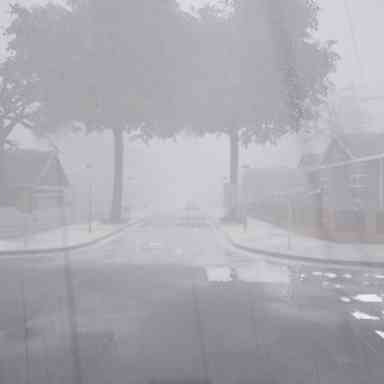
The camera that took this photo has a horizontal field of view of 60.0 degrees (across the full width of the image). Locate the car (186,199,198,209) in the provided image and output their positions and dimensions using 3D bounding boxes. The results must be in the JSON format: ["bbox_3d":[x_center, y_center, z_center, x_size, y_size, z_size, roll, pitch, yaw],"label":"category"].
[{"bbox_3d":[0.007,2.186,61.656,2.097,1.767,4.553,0,-1,0],"label":"car"}]

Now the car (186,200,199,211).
[{"bbox_3d":[0.006,2.250,51.635,1.994,1.385,4.181,0,-1,0],"label":"car"}]
